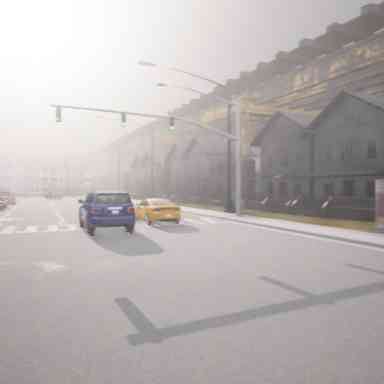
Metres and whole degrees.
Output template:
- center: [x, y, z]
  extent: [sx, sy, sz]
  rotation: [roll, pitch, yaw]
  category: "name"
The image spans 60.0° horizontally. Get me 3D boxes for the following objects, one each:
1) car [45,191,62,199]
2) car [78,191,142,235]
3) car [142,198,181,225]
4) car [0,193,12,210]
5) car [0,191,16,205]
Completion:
- center: [-25.902, 0.603, 62.117]
  extent: [2.033, 1.411, 5.357]
  rotation: [-1, 1, -38]
  category: "car"
- center: [-4.525, 0.947, 17.224]
  extent: [2.150, 2.045, 5.566]
  rotation: [-1, 1, -24]
  category: "car"
- center: [-2.334, 1.136, 20.868]
  extent: [1.882, 1.535, 5.008]
  rotation: [-1, 1, -24]
  category: "car"
- center: [-19.841, 1.106, 33.734]
  extent: [1.895, 1.301, 4.718]
  rotation: [-1, 1, -24]
  category: "car"
- center: [-24.097, 0.716, 43.121]
  extent: [2.097, 1.767, 4.553]
  rotation: [-1, 1, -24]
  category: "car"
